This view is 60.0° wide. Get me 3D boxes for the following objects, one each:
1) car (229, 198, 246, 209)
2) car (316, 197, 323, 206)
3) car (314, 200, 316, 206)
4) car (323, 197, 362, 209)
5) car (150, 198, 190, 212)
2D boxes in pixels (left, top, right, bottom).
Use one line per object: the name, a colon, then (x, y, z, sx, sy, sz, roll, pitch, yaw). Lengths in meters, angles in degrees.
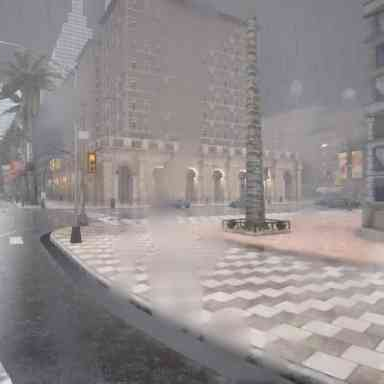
car: (7.059, 1.564, 44.963, 4.181, 1.385, 1.994, 0, 0, -30)
car: (21.102, 1.492, 48.934, 4.902, 1.511, 2.128, 0, 0, -30)
car: (21.746, 1.507, 53.464, 4.892, 1.490, 1.837, 1, 0, -30)
car: (20.406, 1.547, 44.370, 5.357, 1.411, 2.033, 0, 0, -30)
car: (-2.576, 1.492, 39.399, 4.902, 1.511, 2.128, 0, 0, -28)
